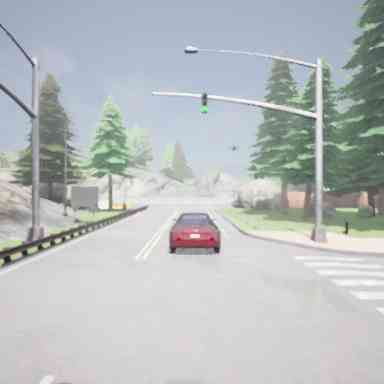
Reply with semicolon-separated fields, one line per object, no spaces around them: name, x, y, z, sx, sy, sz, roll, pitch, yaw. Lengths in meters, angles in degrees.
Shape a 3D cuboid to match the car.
car;0.106;1.551;13.978;1.994;1.385;4.181;0;0;0
